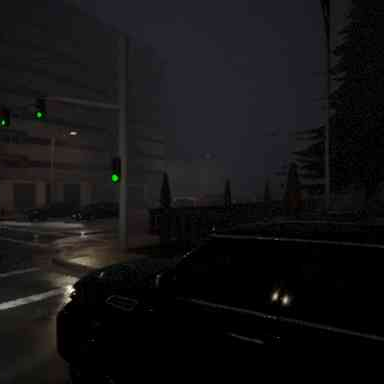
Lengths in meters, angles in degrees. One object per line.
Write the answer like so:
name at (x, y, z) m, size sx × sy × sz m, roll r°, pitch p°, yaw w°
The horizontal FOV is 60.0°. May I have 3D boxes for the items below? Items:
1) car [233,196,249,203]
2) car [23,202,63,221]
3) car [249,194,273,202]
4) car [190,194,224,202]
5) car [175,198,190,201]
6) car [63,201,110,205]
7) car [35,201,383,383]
car at (8.648, 1.496, 55.949) m, size 1.837 × 1.490 × 4.892 m, roll 0°, pitch 0°, yaw 34°
car at (-11.182, 1.540, 27.034) m, size 1.812 × 1.442 × 4.674 m, roll 0°, pitch 0°, yaw 34°
car at (11.557, 1.010, 54.002) m, size 2.097 × 1.767 × 4.553 m, roll 0°, pitch 0°, yaw 34°
car at (2.491, 1.230, 40.870) m, size 2.150 × 2.045 × 5.566 m, roll 0°, pitch 0°, yaw 34°
car at (-1.244, 1.531, 41.586) m, size 1.812 × 1.442 × 4.674 m, roll 0°, pitch 0°, yaw 34°
car at (-7.325, 1.522, 26.478) m, size 1.837 × 1.490 × 4.892 m, roll 0°, pitch 0°, yaw 34°
car at (1.068, 1.219, 3.089) m, size 5.566 × 2.045 × 2.150 m, roll 0°, pitch 0°, yaw 37°
